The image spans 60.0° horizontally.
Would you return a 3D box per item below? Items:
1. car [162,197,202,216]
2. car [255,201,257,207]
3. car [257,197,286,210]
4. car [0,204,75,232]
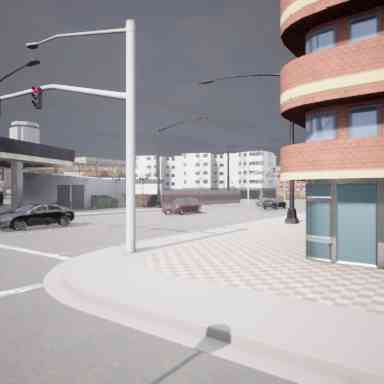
[{"bbox_3d":[-0.970,1.353,33.053,2.097,1.767,4.553,0,0,35],"label":"car"},{"bbox_3d":[11.304,1.525,50.697,1.812,1.442,4.674,0,0,35],"label":"car"},{"bbox_3d":[10.870,1.491,43.704,2.128,1.511,4.902,0,0,35],"label":"car"},{"bbox_3d":[-9.603,1.489,20.475,2.128,1.511,4.902,0,0,34],"label":"car"}]
